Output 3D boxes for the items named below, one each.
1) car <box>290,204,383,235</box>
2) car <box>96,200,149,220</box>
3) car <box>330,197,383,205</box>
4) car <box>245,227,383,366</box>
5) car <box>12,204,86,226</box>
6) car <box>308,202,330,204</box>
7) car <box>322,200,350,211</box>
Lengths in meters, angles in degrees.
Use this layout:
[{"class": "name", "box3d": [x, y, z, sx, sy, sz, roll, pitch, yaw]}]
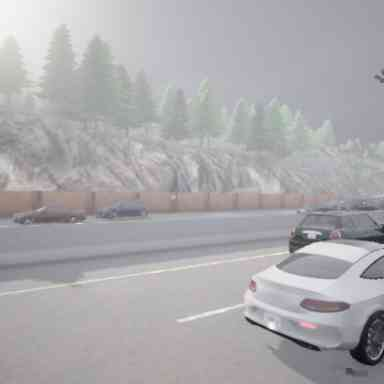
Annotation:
[{"class": "car", "box3d": [5.626, 1.479, 12.067, 4.553, 1.767, 2.097, 1, 0, -36]}, {"class": "car", "box3d": [-6.176, 1.479, 29.701, 4.553, 1.767, 2.097, 1, 0, -36]}, {"class": "car", "box3d": [16.648, 1.586, 33.534, 5.566, 2.045, 2.150, 1, -1, -38]}, {"class": "car", "box3d": [2.966, 1.589, 5.871, 4.674, 1.442, 1.812, 1, 0, -36]}, {"class": "car", "box3d": [-9.691, 1.578, 22.875, 4.674, 1.442, 1.812, 1, -1, -36]}, {"class": "car", "box3d": [13.113, 1.833, 35.250, 4.902, 1.511, 2.128, 1, 0, -37]}, {"class": "car", "box3d": [22.154, 2.002, 51.020, 5.008, 1.535, 1.882, -1, 1, -40]}]
